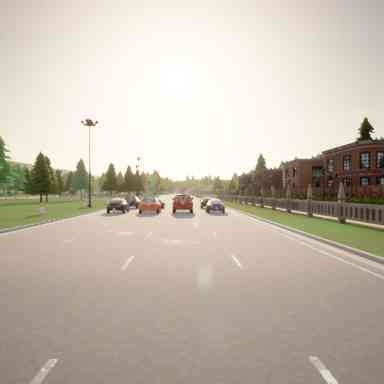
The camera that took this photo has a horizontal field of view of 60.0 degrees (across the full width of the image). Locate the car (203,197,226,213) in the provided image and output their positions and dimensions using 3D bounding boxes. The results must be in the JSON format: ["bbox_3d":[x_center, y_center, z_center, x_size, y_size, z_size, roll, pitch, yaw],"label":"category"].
[{"bbox_3d":[2.501,1.526,36.399,1.812,1.442,4.674,0,0,-1],"label":"car"}]

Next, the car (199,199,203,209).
[{"bbox_3d":[2.160,1.505,46.383,1.837,1.490,4.892,0,0,-1],"label":"car"}]

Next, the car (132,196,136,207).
[{"bbox_3d":[-8.344,1.352,46.540,2.097,1.767,4.553,0,0,-1],"label":"car"}]

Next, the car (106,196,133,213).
[{"bbox_3d":[-8.002,1.505,36.294,1.837,1.490,4.892,0,0,-1],"label":"car"}]

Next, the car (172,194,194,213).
[{"bbox_3d":[-1.009,1.221,36.623,2.150,2.045,5.566,0,0,-1],"label":"car"}]

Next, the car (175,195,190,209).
[{"bbox_3d":[-1.358,1.352,47.165,2.097,1.767,4.553,0,0,-1],"label":"car"}]

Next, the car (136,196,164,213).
[{"bbox_3d":[-4.498,1.352,36.229,2.097,1.767,4.553,0,0,-1],"label":"car"}]
